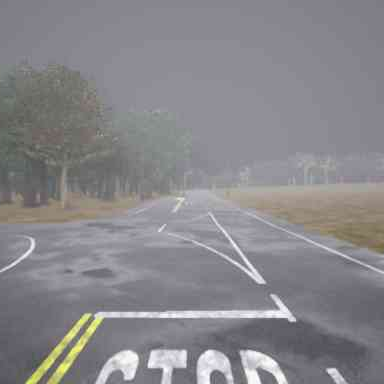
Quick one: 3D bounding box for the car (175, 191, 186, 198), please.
[{"bbox_3d":[-2.501,0.541,74.451,2.128,1.511,4.902,0,1,7],"label":"car"}]
